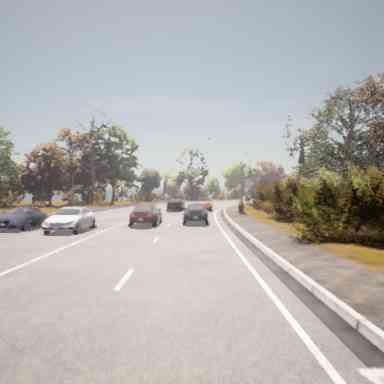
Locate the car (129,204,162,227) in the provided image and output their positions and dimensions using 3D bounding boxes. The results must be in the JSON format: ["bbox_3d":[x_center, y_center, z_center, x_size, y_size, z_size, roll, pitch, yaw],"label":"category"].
[{"bbox_3d":[-3.222,1.595,23.572,1.812,1.442,4.674,0,0,1],"label":"car"}]

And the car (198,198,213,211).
[{"bbox_3d":[1.523,1.492,42.130,2.097,1.767,4.553,0,0,6],"label":"car"}]

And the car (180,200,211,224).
[{"bbox_3d":[0.315,1.602,25.307,1.812,1.442,4.674,0,0,2],"label":"car"}]

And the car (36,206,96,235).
[{"bbox_3d":[-6.998,1.580,19.496,1.812,1.442,4.674,0,0,1],"label":"car"}]

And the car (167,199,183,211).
[{"bbox_3d":[-1.966,1.616,42.519,1.882,1.535,5.008,0,0,6],"label":"car"}]

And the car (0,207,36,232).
[{"bbox_3d":[-10.476,1.621,20.438,1.994,1.385,4.181,0,0,1],"label":"car"}]
